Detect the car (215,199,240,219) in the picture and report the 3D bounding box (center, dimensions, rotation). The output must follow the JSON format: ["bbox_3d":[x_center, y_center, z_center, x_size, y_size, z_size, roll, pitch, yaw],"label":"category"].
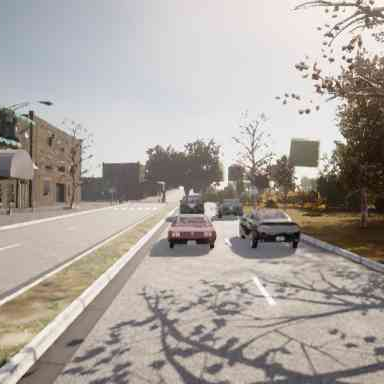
[{"bbox_3d":[3.250,1.378,29.634,2.097,1.767,4.553,0,0,0],"label":"car"}]

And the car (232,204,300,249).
[{"bbox_3d":[3.250,1.500,14.657,2.128,1.511,4.902,0,0,0],"label":"car"}]

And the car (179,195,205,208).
[{"bbox_3d":[0.000,1.270,29.696,2.150,2.045,5.566,0,0,0],"label":"car"}]

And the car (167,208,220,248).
[{"bbox_3d":[0.000,1.621,14.686,1.895,1.301,4.718,0,0,0],"label":"car"}]
